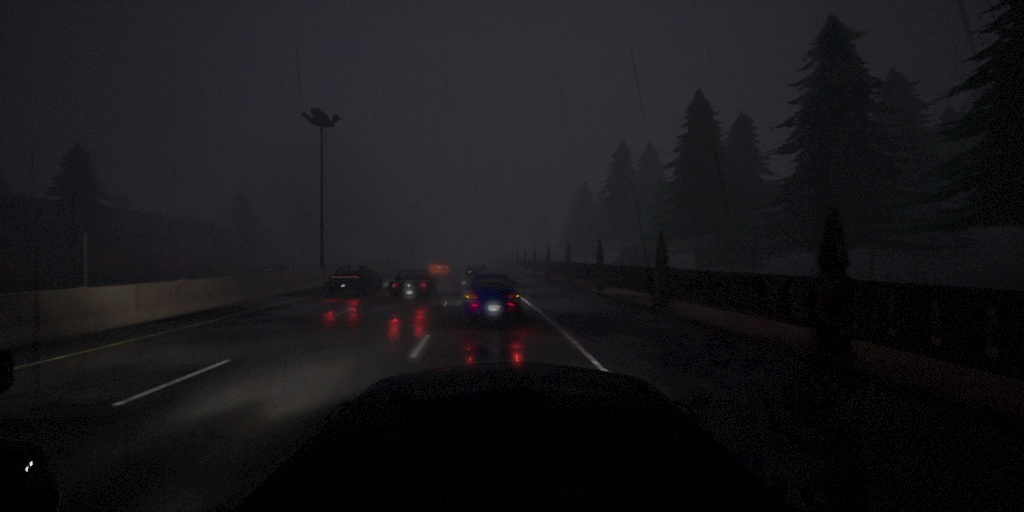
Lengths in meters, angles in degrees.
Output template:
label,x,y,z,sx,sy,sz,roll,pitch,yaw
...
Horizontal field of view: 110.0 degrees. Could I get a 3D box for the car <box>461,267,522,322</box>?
label,x,y,z,sx,sy,sz,roll,pitch,yaw
car,-0.748,1.283,12.289,1.812,1.442,4.674,0,0,-6

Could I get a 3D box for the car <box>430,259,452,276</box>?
label,x,y,z,sx,sy,sz,roll,pitch,yaw
car,-7.273,1.136,36.775,2.097,1.767,4.553,0,0,-7

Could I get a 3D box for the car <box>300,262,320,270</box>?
label,x,y,z,sx,sy,sz,roll,pitch,yaw
car,-17.523,1.331,32.666,1.812,1.442,4.674,0,0,-7

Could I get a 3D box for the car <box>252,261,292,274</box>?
label,x,y,z,sx,sy,sz,roll,pitch,yaw
car,-25.245,1.302,37.838,1.882,1.535,5.008,0,0,-7

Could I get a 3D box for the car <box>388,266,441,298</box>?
label,x,y,z,sx,sy,sz,roll,pitch,yaw
car,-4.943,1.371,18.552,1.895,1.301,4.718,0,0,-7

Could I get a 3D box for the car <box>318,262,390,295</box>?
label,x,y,z,sx,sy,sz,roll,pitch,yaw
car,-8.688,1.270,20.222,2.128,1.511,4.902,0,0,-7

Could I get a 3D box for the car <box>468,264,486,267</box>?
label,x,y,z,sx,sy,sz,roll,pitch,yaw
car,-3.201,1.374,32.588,1.895,1.301,4.718,0,0,-7

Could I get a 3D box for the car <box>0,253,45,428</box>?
label,x,y,z,sx,sy,sz,roll,pitch,yaw
car,-7.024,0.987,1.803,2.150,2.045,5.566,0,0,-1
